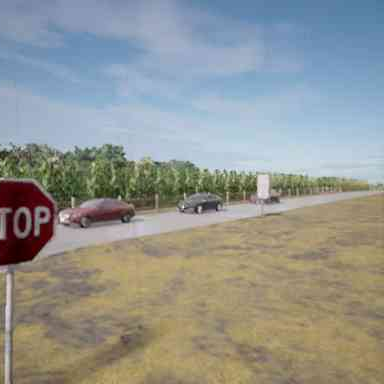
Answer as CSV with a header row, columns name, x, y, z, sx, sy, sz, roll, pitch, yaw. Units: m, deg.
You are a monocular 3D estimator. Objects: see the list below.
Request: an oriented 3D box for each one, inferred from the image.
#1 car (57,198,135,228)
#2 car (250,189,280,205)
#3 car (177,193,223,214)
name,x,y,z,sx,sy,sz,roll,pitch,yaw
car,-5.248,1.106,18.842,1.812,1.442,4.674,2,2,36
car,8.267,0.455,37.575,2.097,1.767,4.553,2,2,34
car,0.736,0.896,27.134,1.837,1.490,4.892,2,2,36
